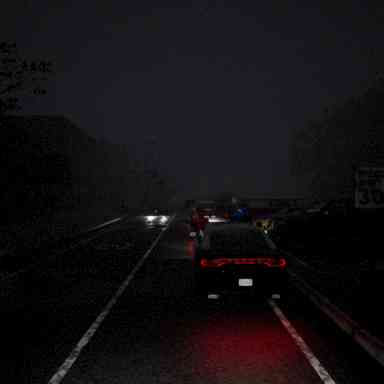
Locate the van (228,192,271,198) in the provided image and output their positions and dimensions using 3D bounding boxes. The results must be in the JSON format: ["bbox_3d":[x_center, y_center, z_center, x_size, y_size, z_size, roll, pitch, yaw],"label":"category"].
[{"bbox_3d":[5.799,1.273,30.026,4.442,1.987,1.878,0,0,0],"label":"van"}]

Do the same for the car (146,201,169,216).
[{"bbox_3d":[-3.283,1.544,32.408,1.994,1.385,4.181,0,0,0],"label":"car"}]

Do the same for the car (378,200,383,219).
[{"bbox_3d":[18.762,1.502,27.984,5.008,1.535,2.097,0,0,0],"label":"car"}]

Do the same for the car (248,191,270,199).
[{"bbox_3d":[18.584,0.843,91.957,5.566,2.045,2.435,0,0,0],"label":"car"}]

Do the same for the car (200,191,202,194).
[{"bbox_3d":[5.719,1.092,91.704,5.366,1.575,1.946,0,0,0],"label":"car"}]

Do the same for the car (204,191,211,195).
[{"bbox_3d":[5.579,1.066,60.866,5.566,2.045,2.435,0,0,0],"label":"car"}]

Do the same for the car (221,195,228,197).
[{"bbox_3d":[5.668,1.473,38.440,4.892,1.521,2.231,0,0,0],"label":"car"}]

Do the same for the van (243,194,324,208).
[{"bbox_3d":[5.819,1.273,21.614,4.442,1.987,1.878,0,0,0],"label":"van"}]

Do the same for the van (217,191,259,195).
[{"bbox_3d":[5.772,1.233,41.246,4.442,1.987,1.878,0,0,0],"label":"van"}]

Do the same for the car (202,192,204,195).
[{"bbox_3d":[5.562,1.196,77.687,5.008,1.535,2.097,0,0,0],"label":"car"}]

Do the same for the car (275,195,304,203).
[{"bbox_3d":[18.686,1.297,64.074,4.892,1.521,2.231,0,0,0],"label":"car"}]

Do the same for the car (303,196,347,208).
[{"bbox_3d":[18.906,1.412,47.419,5.366,1.575,1.946,0,0,0],"label":"car"}]

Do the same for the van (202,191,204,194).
[{"bbox_3d":[5.430,0.910,86.095,4.442,1.987,1.878,0,0,0],"label":"van"}]

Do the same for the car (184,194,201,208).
[{"bbox_3d":[-0.030,1.405,45.960,1.882,1.535,5.008,0,0,0],"label":"car"}]

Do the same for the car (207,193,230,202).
[{"bbox_3d":[5.556,1.131,69.277,4.553,1.767,2.185,0,0,0],"label":"car"}]

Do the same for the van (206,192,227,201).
[{"bbox_3d":[5.457,0.991,74.882,4.442,1.987,1.878,0,0,0],"label":"van"}]

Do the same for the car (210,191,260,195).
[{"bbox_3d":[5.620,1.187,44.046,5.566,2.045,2.435,0,0,0],"label":"car"}]

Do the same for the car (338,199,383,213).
[{"bbox_3d":[18.776,1.513,36.317,4.792,1.488,2.163,0,0,0],"label":"car"}]

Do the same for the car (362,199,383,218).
[{"bbox_3d":[18.945,1.496,30.762,5.366,1.575,1.946,0,0,0],"label":"car"}]

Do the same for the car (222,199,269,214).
[{"bbox_3d":[5.666,1.526,35.636,4.674,1.452,2.002,0,0,0],"label":"car"}]

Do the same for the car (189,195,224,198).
[{"bbox_3d":[0.950,1.348,24.484,2.097,1.767,4.553,0,0,0],"label":"car"}]

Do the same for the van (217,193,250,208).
[{"bbox_3d":[5.758,1.193,46.851,4.442,1.987,1.878,0,0,0],"label":"van"}]

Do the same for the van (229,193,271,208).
[{"bbox_3d":[5.572,1.276,27.223,4.442,1.987,1.878,0,0,0],"label":"van"}]

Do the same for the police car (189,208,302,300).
[{"bbox_3d":[0.967,1.431,8.604,1.930,1.638,5.238,0,0,0],"label":"police car"}]

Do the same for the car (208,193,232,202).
[{"bbox_3d":[5.563,1.151,66.473,4.553,1.767,2.185,0,0,0],"label":"car"}]

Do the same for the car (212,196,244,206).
[{"bbox_3d":[5.622,1.379,52.459,4.892,1.521,2.231,0,0,0],"label":"car"}]

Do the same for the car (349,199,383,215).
[{"bbox_3d":[18.724,1.525,33.533,4.792,1.488,2.163,0,0,0],"label":"car"}]

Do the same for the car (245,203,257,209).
[{"bbox_3d":[5.531,1.493,16.006,5.366,1.575,1.946,0,0,0],"label":"car"}]

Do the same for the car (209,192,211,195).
[{"bbox_3d":[5.653,1.232,55.261,4.553,1.767,2.185,0,0,0],"label":"car"}]

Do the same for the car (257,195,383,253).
[{"bbox_3d":[5.695,1.243,13.203,5.566,2.045,2.435,0,0,0],"label":"car"}]

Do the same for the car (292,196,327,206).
[{"bbox_3d":[18.678,1.405,52.971,4.792,1.488,2.163,0,0,0],"label":"car"}]

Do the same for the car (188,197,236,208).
[{"bbox_3d":[0.956,1.356,18.476,2.097,1.767,4.553,0,0,0],"label":"car"}]

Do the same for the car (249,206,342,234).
[{"bbox_3d":[5.712,1.538,18.810,4.674,1.452,2.002,0,0,0],"label":"car"}]

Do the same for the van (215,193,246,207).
[{"bbox_3d":[5.752,1.172,49.654,4.442,1.987,1.878,0,0,0],"label":"van"}]

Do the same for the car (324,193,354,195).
[{"bbox_3d":[18.712,1.219,39.090,5.566,2.045,2.435,0,0,0],"label":"car"}]

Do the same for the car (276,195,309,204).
[{"bbox_3d":[18.501,1.312,61.297,5.366,1.575,1.946,0,0,0],"label":"car"}]

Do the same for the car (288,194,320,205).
[{"bbox_3d":[18.731,1.230,55.747,4.553,1.767,2.185,0,0,0],"label":"car"}]
